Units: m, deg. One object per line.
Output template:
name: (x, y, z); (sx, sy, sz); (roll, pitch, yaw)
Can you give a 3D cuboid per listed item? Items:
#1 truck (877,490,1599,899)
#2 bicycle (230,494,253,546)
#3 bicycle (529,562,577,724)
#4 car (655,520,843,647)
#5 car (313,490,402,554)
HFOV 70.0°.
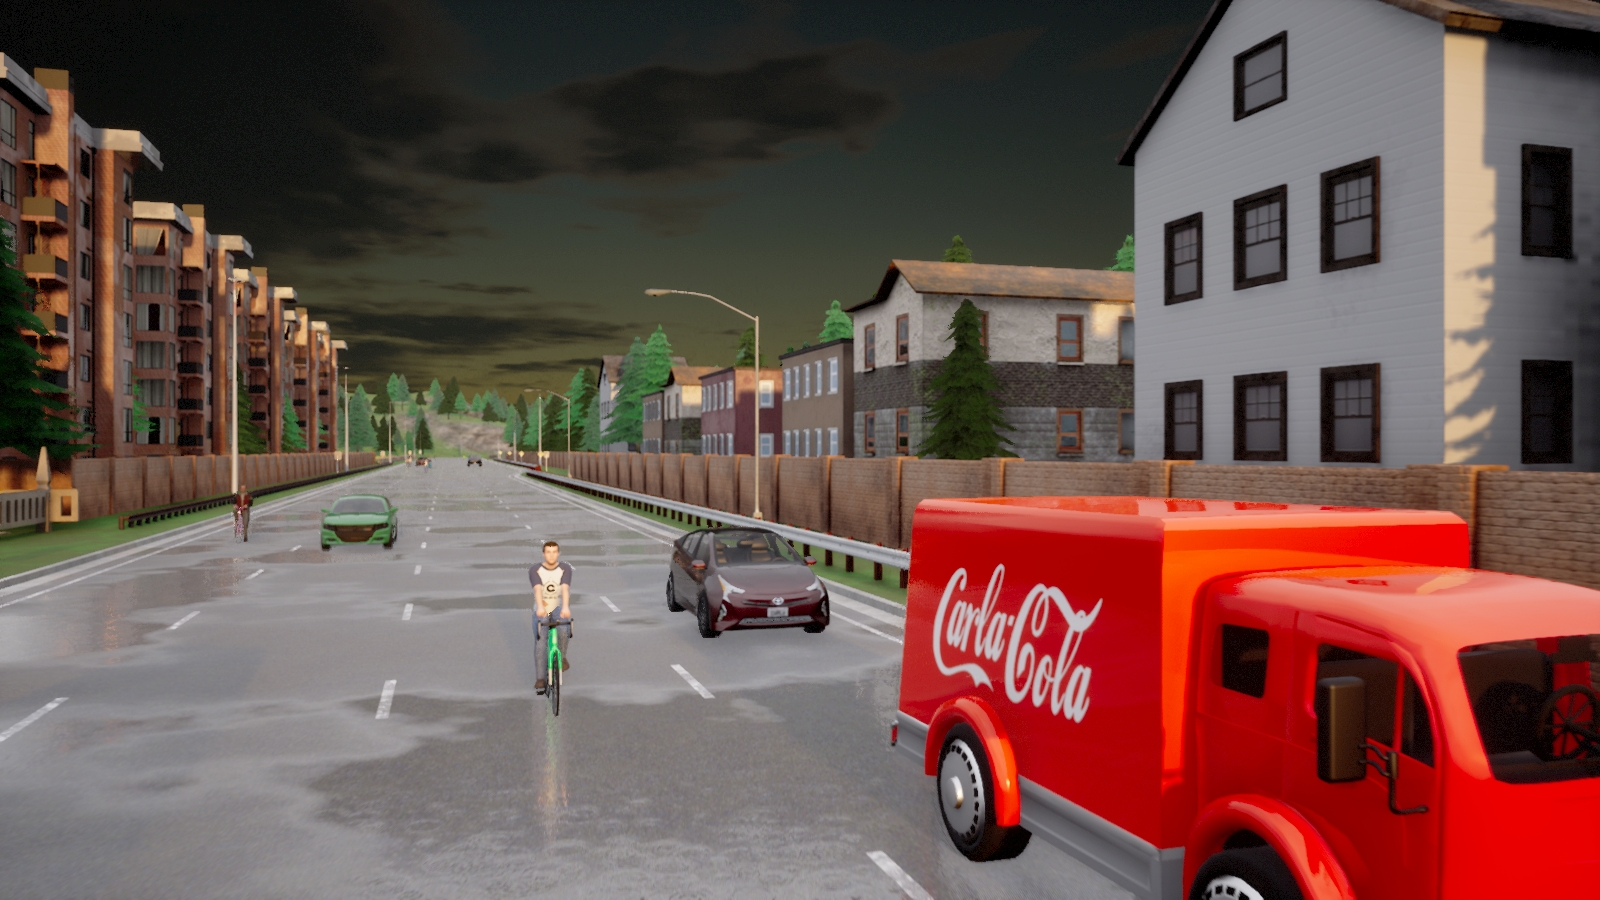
truck: (2.637, 1.575, 7.025); (2.627, 2.467, 5.204); (0, 0, -17)
bicycle: (-16.816, 2.081, 34.411); (0.329, 1.471, 1.835); (0, 0, -17)
bicycle: (-2.732, 2.064, 12.579); (0.373, 1.496, 1.643); (0, 0, -17)
car: (-0.988, 2.051, 18.756); (2.007, 1.525, 4.514); (0, 0, -17)
car: (-12.924, 2.054, 33.656); (2.097, 1.535, 5.006); (0, 0, -17)
